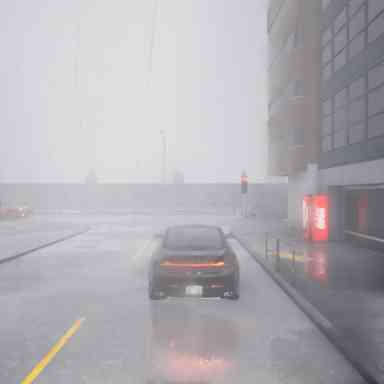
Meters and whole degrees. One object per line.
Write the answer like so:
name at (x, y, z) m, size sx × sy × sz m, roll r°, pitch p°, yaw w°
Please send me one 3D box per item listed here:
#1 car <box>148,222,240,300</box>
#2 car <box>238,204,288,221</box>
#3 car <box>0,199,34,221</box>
car at (0.055, 1.505, 8.361) m, size 1.837 × 1.490 × 4.892 m, roll 0°, pitch 0°, yaw 1°
car at (6.136, 1.601, 26.752) m, size 4.718 × 1.301 × 1.895 m, roll 0°, pitch 0°, yaw 0°
car at (-15.244, 1.352, 26.767) m, size 4.553 × 1.767 × 2.097 m, roll 0°, pitch 0°, yaw 0°
